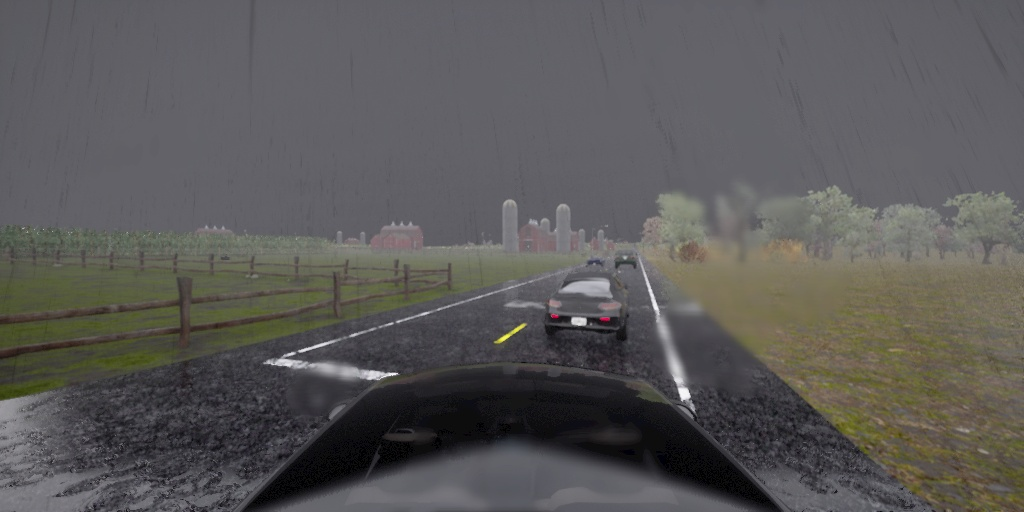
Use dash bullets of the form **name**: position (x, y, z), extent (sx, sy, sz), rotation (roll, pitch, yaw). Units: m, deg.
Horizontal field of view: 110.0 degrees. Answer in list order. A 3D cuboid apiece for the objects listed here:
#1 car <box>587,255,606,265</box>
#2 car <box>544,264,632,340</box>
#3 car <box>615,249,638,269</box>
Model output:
- **car**: position (10.337, 0.584, 43.899), extent (1.895, 1.301, 4.718), rotation (0, 1, 19)
- **car**: position (2.126, 1.133, 9.526), extent (1.812, 1.442, 4.674), rotation (0, 1, 19)
- **car**: position (12.541, 0.275, 39.432), extent (2.150, 2.045, 5.566), rotation (0, 1, 20)
